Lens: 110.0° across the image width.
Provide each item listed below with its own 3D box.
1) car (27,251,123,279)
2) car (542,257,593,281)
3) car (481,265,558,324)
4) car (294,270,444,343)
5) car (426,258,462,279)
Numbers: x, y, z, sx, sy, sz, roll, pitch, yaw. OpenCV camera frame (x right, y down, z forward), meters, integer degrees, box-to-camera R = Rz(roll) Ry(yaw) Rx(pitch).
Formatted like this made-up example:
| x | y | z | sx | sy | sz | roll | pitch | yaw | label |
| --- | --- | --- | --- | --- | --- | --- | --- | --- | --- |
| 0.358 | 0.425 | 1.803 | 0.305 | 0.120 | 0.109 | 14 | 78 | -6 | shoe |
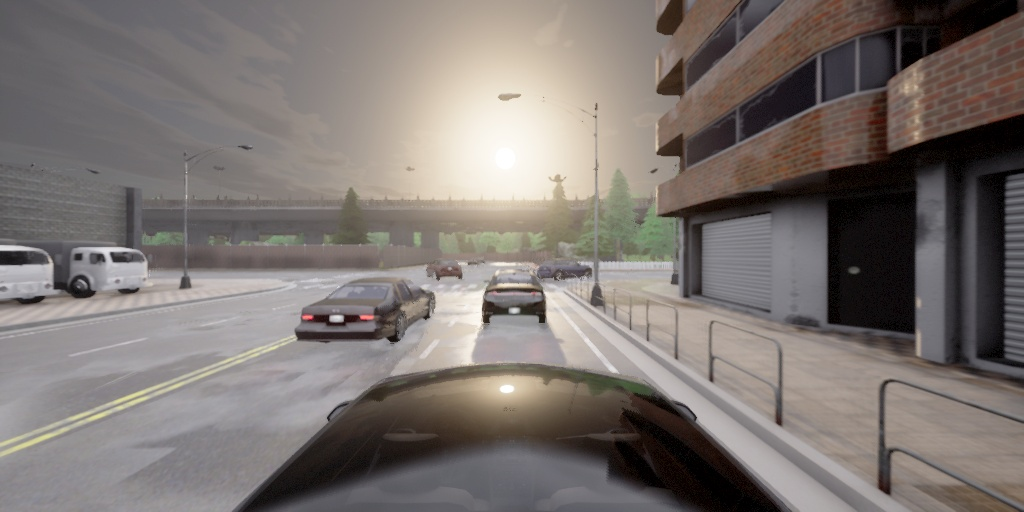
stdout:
| x | y | z | sx | sy | sz | roll | pitch | yaw | label |
| --- | --- | --- | --- | --- | --- | --- | --- | --- | --- |
| -39.459 | 0.802 | 32.486 | 5.566 | 2.045 | 2.150 | 0 | 0 | 0 | car |
| 4.300 | 0.987 | 28.422 | 4.553 | 1.767 | 2.097 | -1 | 1 | -34 | car |
| 0.075 | 1.204 | 11.759 | 2.128 | 1.511 | 4.902 | 0 | 0 | 0 | car |
| -3.438 | 1.268 | 9.574 | 2.033 | 1.411 | 5.357 | 0 | 0 | 0 | car |
| -5.744 | 0.982 | 29.711 | 2.097 | 1.767 | 4.553 | 0 | 1 | -26 | car |
